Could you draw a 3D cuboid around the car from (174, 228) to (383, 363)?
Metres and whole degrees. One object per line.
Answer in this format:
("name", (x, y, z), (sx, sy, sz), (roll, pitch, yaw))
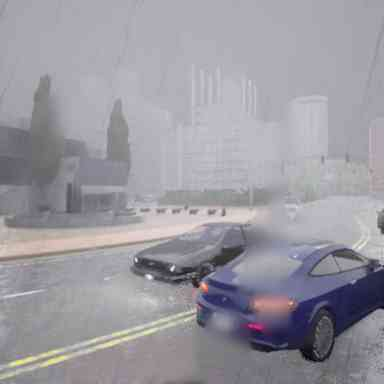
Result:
("car", (2.105, 1.560, 5.954), (4.674, 1.442, 1.812), (0, -1, -42))

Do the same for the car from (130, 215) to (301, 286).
("car", (0.864, 1.613, 9.702), (2.033, 1.411, 5.357), (-1, 0, 45))

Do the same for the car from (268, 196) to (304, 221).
("car", (7.675, 1.373, 26.711), (2.150, 2.045, 5.566), (0, 0, 25))

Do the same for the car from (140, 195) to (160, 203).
("car", (-10.402, 2.012, 82.733), (1.970, 1.475, 3.806), (0, 0, 25))

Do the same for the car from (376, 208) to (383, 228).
("car", (12.188, 1.575, 19.834), (2.128, 1.511, 4.902), (0, 0, 27))

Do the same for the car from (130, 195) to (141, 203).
("car", (-13.014, 1.793, 83.986), (1.905, 1.878, 3.866), (0, 0, 25))
